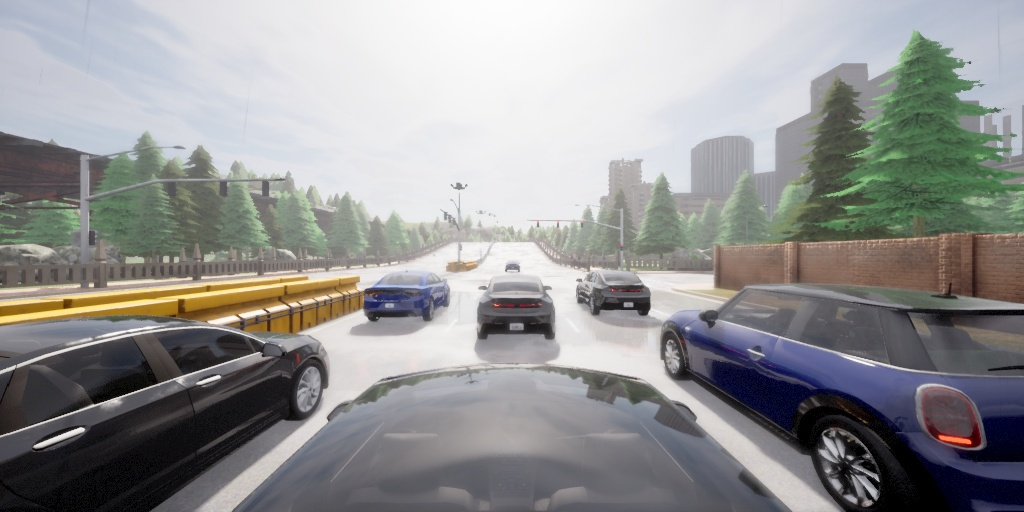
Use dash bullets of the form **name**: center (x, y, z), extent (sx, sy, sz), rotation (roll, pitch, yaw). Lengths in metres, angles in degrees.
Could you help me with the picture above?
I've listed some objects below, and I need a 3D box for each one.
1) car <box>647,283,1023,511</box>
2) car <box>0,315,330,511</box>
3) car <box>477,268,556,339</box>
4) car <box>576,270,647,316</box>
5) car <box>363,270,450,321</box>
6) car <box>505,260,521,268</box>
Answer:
- **car**: center (3.601, 1.102, 4.370), extent (2.097, 1.767, 4.553), rotation (0, 0, 0)
- **car**: center (-3.400, 1.255, 2.951), extent (1.837, 1.490, 4.892), rotation (0, 0, 0)
- **car**: center (0.098, 1.255, 10.021), extent (1.837, 1.490, 4.892), rotation (0, 0, 0)
- **car**: center (3.617, 1.255, 13.454), extent (1.837, 1.490, 4.892), rotation (0, 0, 1)
- **car**: center (-3.401, 1.228, 12.444), extent (1.882, 1.535, 5.008), rotation (0, 0, 0)
- **car**: center (0.081, 1.276, 46.225), extent (1.812, 1.442, 4.674), rotation (0, 0, 0)
